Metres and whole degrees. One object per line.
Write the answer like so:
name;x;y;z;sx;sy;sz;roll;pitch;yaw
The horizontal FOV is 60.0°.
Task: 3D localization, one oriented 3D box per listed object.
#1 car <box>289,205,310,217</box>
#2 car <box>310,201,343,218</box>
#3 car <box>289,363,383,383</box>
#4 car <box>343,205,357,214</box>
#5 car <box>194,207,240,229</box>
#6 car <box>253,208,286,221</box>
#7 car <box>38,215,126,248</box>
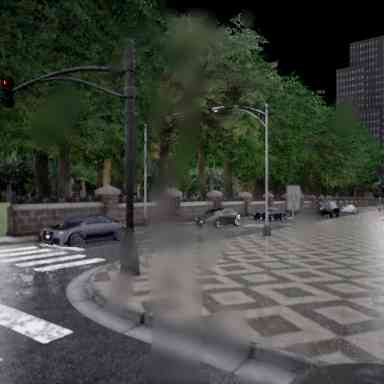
car;14.222;2.416;43.334;1.882;1.535;5.008;0;-1;36
car;16.963;2.163;41.754;2.150;2.045;5.566;0;-1;35
car;2.373;1.550;1.264;4.403;1.369;2.008;0;0;36
car;25.281;2.774;53.478;1.812;1.442;4.674;0;-1;35
car;2.093;2.005;26.333;1.837;1.490;4.892;0;-2;35
car;8.165;2.319;34.877;1.895;1.301;4.718;0;-1;36
car;-5.141;1.808;16.141;1.994;1.385;4.181;0;-1;35
